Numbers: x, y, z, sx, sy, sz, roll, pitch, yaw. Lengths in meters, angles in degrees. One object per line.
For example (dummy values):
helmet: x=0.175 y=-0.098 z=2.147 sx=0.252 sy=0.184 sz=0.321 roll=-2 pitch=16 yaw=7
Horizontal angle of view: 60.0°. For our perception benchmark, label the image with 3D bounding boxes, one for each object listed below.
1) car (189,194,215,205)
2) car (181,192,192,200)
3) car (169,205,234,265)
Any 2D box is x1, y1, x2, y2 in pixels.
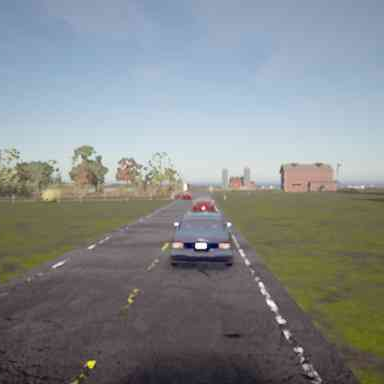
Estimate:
car: x=0.999 y=1.097 z=28.828 sx=1.812 sy=1.442 sz=4.674 roll=0 pitch=1 yaw=2
car: x=-0.841 y=0.734 z=57.588 sx=1.895 sy=1.301 sz=4.718 roll=0 pitch=1 yaw=3
car: x=0.341 y=1.385 z=10.998 sx=2.033 sy=1.411 sz=5.357 roll=0 pitch=1 yaw=3
